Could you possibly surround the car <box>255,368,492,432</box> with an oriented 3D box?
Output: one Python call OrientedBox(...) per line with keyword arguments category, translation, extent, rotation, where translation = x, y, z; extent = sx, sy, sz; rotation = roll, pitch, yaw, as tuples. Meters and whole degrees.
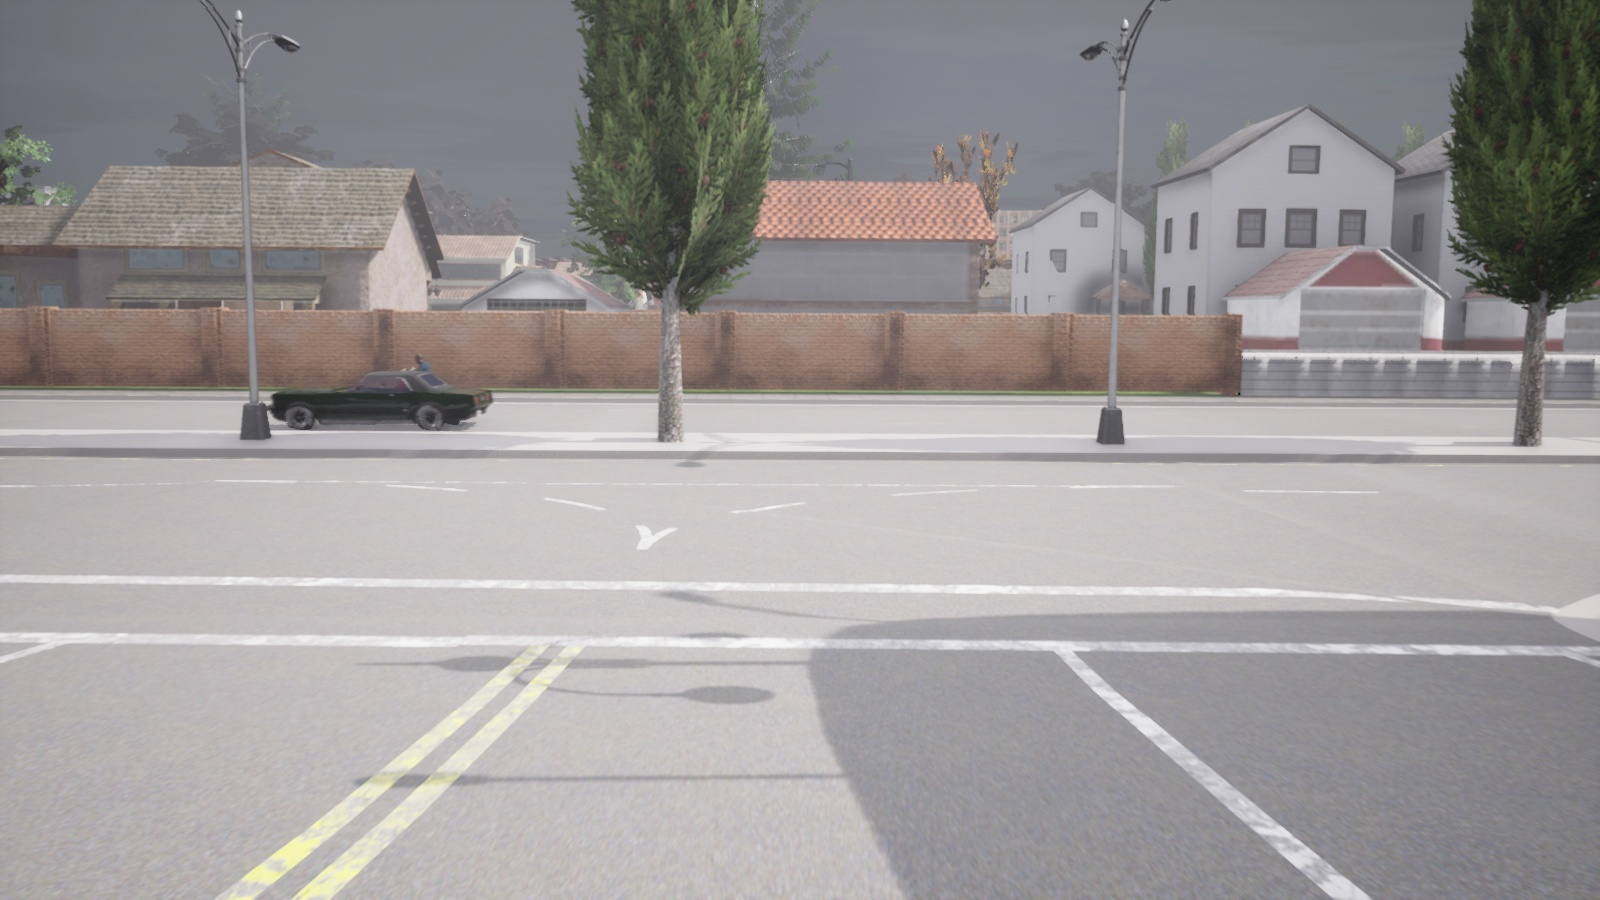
OrientedBox(category="car", translation=(-9.613, -1.158, 28.596), extent=(4.718, 1.301, 1.895), rotation=(0, 6, -1))
